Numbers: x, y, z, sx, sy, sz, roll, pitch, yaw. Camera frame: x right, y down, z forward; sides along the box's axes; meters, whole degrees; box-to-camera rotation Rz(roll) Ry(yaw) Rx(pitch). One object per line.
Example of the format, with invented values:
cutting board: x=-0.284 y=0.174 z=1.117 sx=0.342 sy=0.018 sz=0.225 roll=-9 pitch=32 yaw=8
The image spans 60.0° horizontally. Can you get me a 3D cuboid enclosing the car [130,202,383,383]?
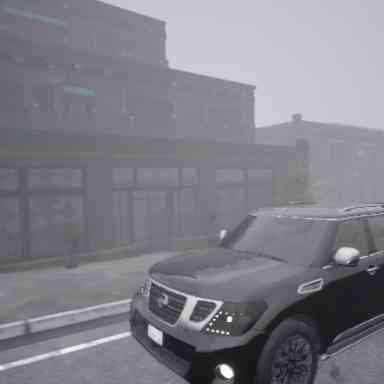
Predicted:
car: x=1.847 y=1.219 z=5.271 sx=5.566 sy=2.045 sz=2.150 roll=0 pitch=0 yaw=-35
